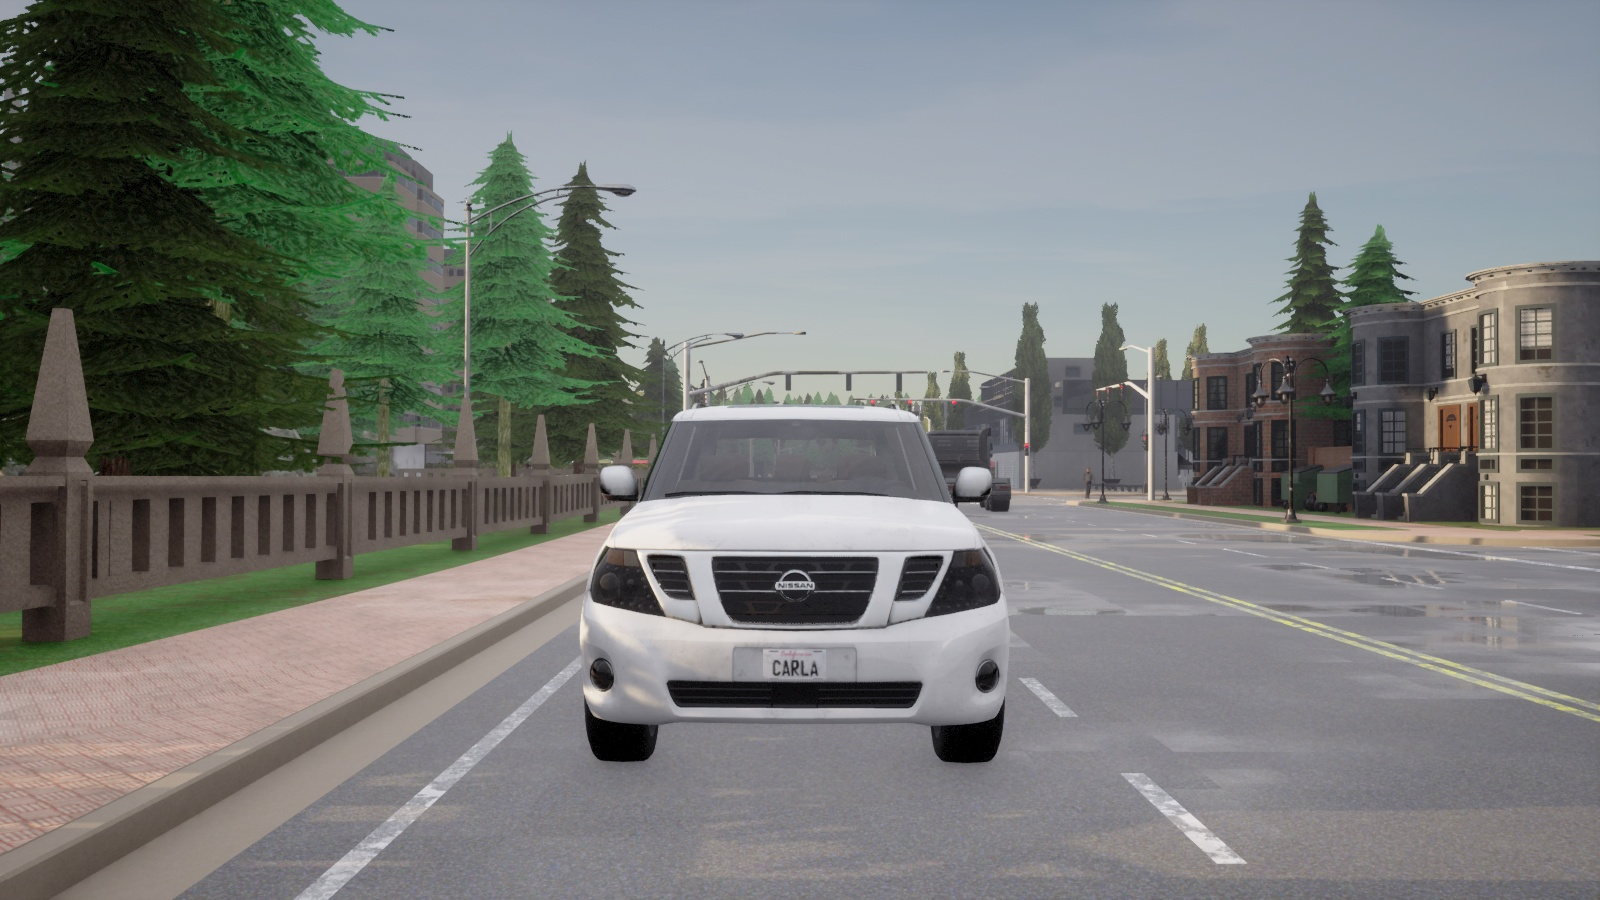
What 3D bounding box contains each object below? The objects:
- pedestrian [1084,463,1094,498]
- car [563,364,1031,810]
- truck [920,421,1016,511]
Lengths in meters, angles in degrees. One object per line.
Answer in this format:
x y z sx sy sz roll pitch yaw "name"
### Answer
16.485 1.738 71.690 0.423 1.949 0.788 0 -1 2 "pedestrian"
-0.025 0.677 8.577 2.150 2.045 5.566 0 -1 0 "car"
6.852 0.681 52.272 2.891 3.462 7.936 0 -1 0 "truck"
